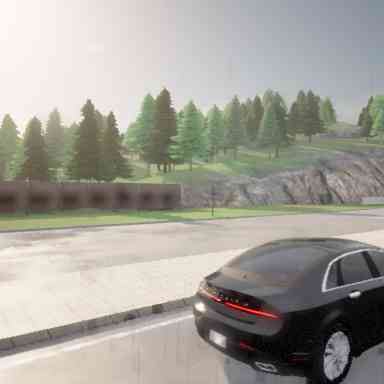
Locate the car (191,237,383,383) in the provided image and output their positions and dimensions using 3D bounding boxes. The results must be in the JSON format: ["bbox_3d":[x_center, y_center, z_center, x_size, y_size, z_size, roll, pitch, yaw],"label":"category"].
[{"bbox_3d":[2.274,1.504,5.367,4.892,1.490,1.837,0,0,-35],"label":"car"}]
